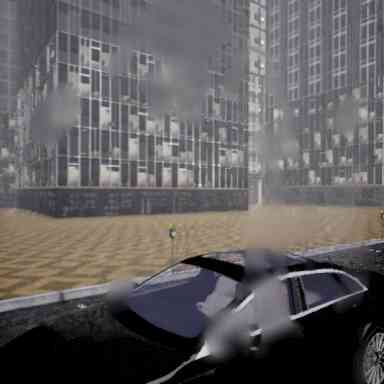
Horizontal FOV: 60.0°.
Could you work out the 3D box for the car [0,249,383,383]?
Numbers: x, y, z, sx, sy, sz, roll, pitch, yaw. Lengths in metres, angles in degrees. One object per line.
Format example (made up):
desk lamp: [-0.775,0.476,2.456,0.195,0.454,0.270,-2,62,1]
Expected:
car: [0.438,1.488,3.687,4.902,1.511,2.128,0,0,-35]
